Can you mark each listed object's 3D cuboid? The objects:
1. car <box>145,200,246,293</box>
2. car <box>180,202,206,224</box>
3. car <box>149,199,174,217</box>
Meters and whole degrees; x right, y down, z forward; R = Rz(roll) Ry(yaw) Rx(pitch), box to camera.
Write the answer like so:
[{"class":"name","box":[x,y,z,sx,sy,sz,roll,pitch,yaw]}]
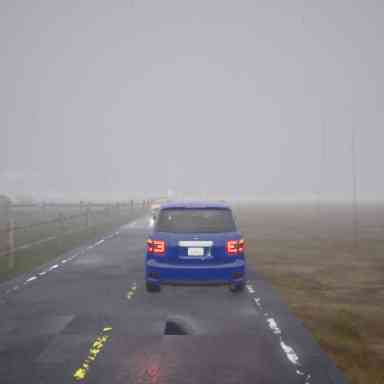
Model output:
[{"class":"car","box":[0.077,1.226,9.021,2.150,2.045,5.566,0,0,0]},{"class":"car","box":[0.067,1.543,26.162,1.812,1.442,4.674,0,0,0]},{"class":"car","box":[-2.870,1.501,32.234,1.882,1.535,5.008,0,0,0]}]
